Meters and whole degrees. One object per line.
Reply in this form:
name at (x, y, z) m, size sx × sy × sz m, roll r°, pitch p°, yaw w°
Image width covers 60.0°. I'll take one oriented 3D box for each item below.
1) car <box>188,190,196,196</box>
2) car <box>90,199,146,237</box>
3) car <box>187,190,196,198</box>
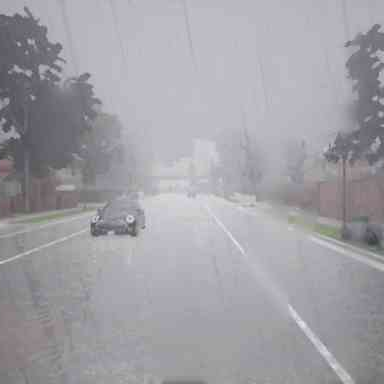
car at (-0.036, 0.290, 83.147) m, size 1.837 × 1.490 × 4.892 m, roll 0°, pitch 1°, yaw 0°
car at (-3.606, 1.193, 16.899) m, size 2.097 × 1.767 × 4.553 m, roll 0°, pitch 1°, yaw -1°
car at (-0.031, 0.663, 73.148) m, size 1.994 × 1.385 × 4.181 m, roll 0°, pitch 1°, yaw 0°
